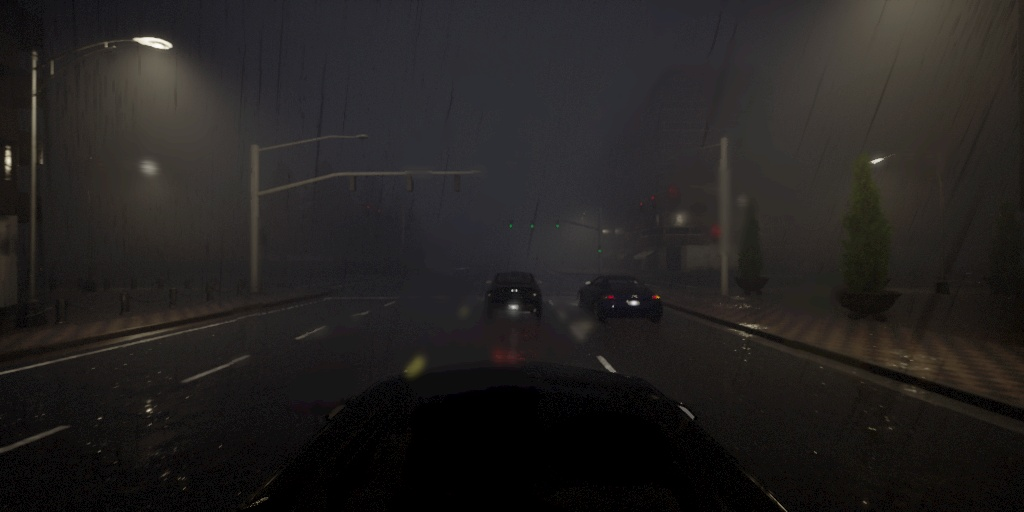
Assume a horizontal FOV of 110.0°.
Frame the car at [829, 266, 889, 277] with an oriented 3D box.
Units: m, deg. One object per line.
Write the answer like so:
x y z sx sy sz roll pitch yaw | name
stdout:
34.871 1.424 36.104 5.008 1.535 1.882 0 0 0 | car

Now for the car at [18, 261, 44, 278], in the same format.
-49.816 1.296 35.598 4.553 1.767 2.097 0 0 0 | car

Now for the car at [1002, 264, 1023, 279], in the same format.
52.887 1.518 36.112 4.674 1.442 1.812 0 0 0 | car

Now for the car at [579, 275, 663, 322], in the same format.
3.593 1.358 12.512 1.994 1.385 4.181 0 0 1 | car

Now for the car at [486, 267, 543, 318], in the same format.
0.086 1.302 13.176 1.837 1.490 4.892 0 0 0 | car

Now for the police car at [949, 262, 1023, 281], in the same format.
42.796 1.357 32.557 5.238 1.638 1.930 0 0 0 | police car
